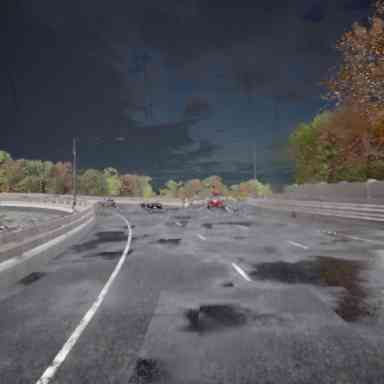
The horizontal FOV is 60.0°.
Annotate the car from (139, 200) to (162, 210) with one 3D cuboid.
[{"bbox_3d":[-5.495,1.668,43.412,1.895,1.301,4.718,-1,0,-24],"label":"car"}]

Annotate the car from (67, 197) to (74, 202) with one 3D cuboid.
[{"bbox_3d":[-31.762,1.926,85.065,4.181,1.385,1.994,-1,0,39],"label":"car"}]

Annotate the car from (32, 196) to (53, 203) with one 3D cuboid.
[{"bbox_3d":[-35.689,1.935,79.201,4.674,1.442,1.812,-1,0,39],"label":"car"}]

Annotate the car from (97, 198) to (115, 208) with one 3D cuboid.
[{"bbox_3d":[-13.146,1.648,50.893,2.128,1.511,4.902,-1,0,-29],"label":"car"}]

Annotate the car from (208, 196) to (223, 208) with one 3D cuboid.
[{"bbox_3d":[3.299,1.318,46.664,2.097,1.767,4.553,-1,0,6],"label":"car"}]

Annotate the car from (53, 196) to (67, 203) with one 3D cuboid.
[{"bbox_3d":[-33.745,1.750,82.152,4.553,1.767,2.097,-1,0,39],"label":"car"}]
